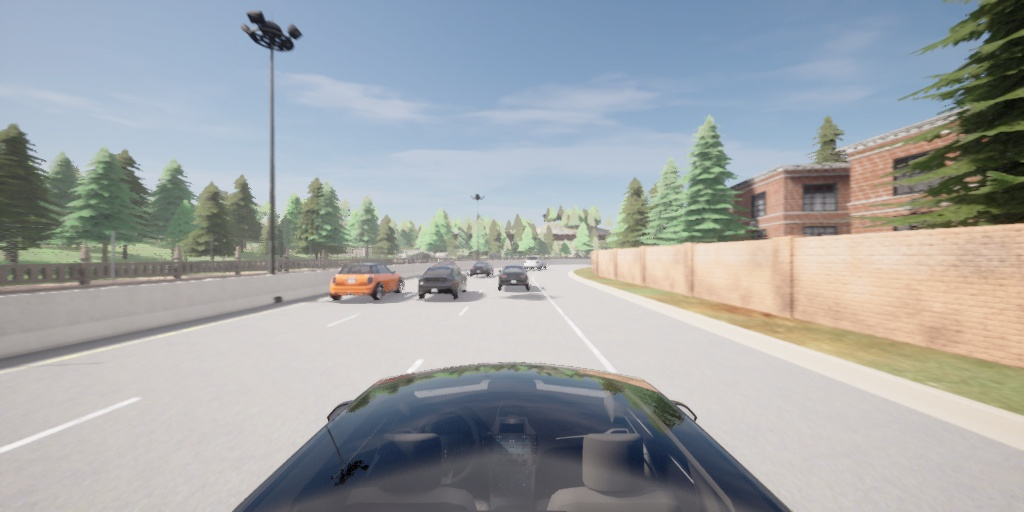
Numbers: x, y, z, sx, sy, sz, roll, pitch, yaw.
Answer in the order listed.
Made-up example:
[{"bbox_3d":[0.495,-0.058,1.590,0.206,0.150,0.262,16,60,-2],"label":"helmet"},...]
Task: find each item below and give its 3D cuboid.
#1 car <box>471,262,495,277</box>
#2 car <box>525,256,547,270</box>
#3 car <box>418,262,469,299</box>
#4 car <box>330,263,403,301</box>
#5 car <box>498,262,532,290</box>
[{"bbox_3d":[-2.919,1.287,35.536,1.812,1.442,4.674,0,0,4],"label":"car"},{"bbox_3d":[3.456,0.989,51.463,2.150,2.045,5.566,-1,0,17],"label":"car"},{"bbox_3d":[-3.401,1.262,18.172,1.837,1.490,4.892,0,0,0],"label":"car"},{"bbox_3d":[-6.908,1.107,17.571,2.097,1.767,4.553,0,0,0],"label":"car"},{"bbox_3d":[0.101,1.282,22.568,1.812,1.442,4.674,0,0,0],"label":"car"}]
